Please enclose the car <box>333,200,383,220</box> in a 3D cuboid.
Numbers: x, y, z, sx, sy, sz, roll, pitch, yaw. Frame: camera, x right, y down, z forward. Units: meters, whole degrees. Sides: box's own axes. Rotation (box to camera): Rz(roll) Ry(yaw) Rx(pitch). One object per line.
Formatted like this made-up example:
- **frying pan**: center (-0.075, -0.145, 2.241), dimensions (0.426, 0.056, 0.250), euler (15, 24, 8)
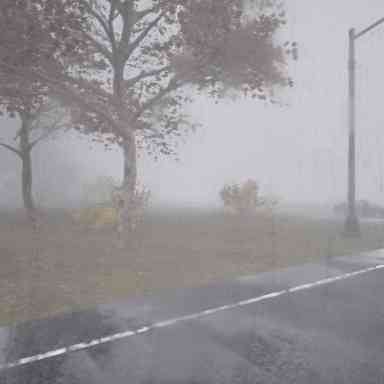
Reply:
- **car**: center (14.568, 1.408, 28.252), dimensions (1.882, 1.535, 5.008), euler (-1, 1, -35)
